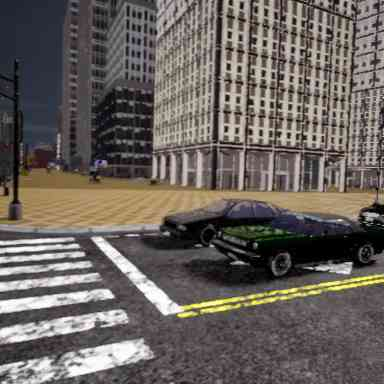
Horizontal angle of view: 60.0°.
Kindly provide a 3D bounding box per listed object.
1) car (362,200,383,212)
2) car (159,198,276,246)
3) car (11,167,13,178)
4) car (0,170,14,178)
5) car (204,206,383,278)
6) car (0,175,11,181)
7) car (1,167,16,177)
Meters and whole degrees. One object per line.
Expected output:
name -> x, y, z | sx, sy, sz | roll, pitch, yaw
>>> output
car -> 10.211, 0.978, 16.116 | 4.902, 1.511, 2.128 | 0, 4, -27
car -> 1.617, 0.951, 11.771 | 5.357, 1.411, 2.033 | 1, 3, -27
car -> -31.694, -3.240, 56.181 | 2.192, 1.841, 5.009 | 1, 4, -25
car -> -34.071, -3.374, 61.189 | 1.947, 1.339, 4.313 | 1, 4, -25
car -> 2.927, 1.214, 8.792 | 4.718, 1.301, 1.895 | 1, 3, -27
car -> -26.959, -2.471, 46.194 | 2.192, 1.841, 5.009 | 1, 4, -25
car -> -36.428, -4.009, 66.168 | 2.192, 1.841, 5.009 | 1, 4, -25
